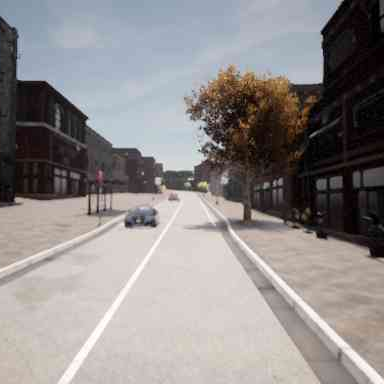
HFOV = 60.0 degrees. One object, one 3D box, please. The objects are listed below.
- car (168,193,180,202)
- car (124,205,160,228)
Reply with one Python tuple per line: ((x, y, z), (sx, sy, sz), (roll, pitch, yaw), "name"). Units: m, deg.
((-3.509, 0.952, 64.239), (2.097, 1.767, 4.553), (0, 0, 0), "car")
((-3.238, 1.556, 22.095), (1.994, 1.385, 4.181), (0, 0, 0), "car")
